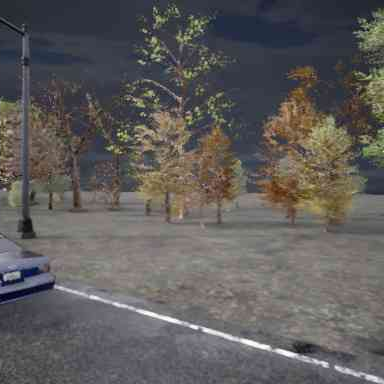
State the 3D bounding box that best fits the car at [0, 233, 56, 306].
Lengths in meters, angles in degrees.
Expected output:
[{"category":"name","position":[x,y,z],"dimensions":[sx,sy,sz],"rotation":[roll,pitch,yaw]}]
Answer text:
[{"category":"car","position":[-5.219,1.525,7.362],"dimensions":[5.357,1.411,2.033],"rotation":[0,1,36]}]
